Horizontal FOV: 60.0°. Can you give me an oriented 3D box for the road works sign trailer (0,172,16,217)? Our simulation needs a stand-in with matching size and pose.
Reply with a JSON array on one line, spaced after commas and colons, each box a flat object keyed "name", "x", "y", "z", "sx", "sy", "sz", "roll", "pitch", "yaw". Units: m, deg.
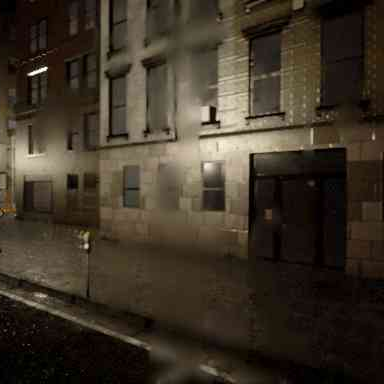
[{"name": "road works sign trailer", "x": -15.209, "y": 0.206, "z": 26.873, "sx": 2.380, "sy": 3.560, "sz": 2.880, "roll": 0, "pitch": 1, "yaw": 35}]
